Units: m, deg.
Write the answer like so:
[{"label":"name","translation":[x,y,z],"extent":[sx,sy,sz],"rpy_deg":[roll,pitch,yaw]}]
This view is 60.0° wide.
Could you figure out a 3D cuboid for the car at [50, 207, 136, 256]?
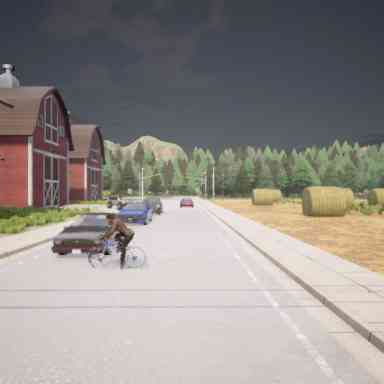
[{"label":"car","translation":[-3.814,1.547,13.461],"extent":[2.033,1.411,5.357],"rpy_deg":[0,0,-1]}]

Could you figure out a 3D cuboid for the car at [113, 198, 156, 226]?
[{"label":"car","translation":[-3.944,1.478,23.690],"extent":[1.882,1.535,5.008],"rpy_deg":[0,0,0]}]

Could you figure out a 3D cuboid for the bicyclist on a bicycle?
[{"label":"bicyclist on a bicycle","translation":[-2.157,1.453,9.596],"extent":[1.656,1.620,0.582],"rpy_deg":[-1,0,-1]}]

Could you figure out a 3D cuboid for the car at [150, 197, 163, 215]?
[{"label":"car","translation":[-4.094,1.352,33.794],"extent":[2.097,1.767,4.553],"rpy_deg":[0,0,-1]}]

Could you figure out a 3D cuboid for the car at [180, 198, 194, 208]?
[{"label":"car","translation":[-0.767,1.562,48.753],"extent":[1.994,1.385,4.181],"rpy_deg":[0,0,-1]}]

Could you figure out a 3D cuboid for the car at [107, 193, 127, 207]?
[{"label":"car","translation":[-8.353,1.144,38.914],"extent":[1.905,1.878,3.866],"rpy_deg":[8,-4,-43]}]
